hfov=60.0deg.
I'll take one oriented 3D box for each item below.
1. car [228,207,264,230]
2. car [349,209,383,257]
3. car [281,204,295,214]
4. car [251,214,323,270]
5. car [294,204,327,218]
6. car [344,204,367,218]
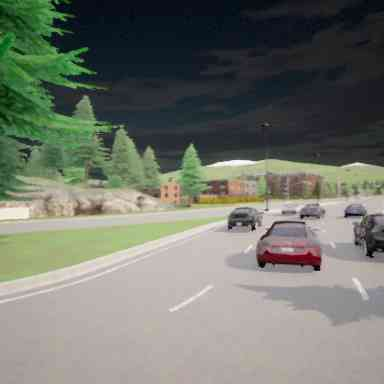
[{"bbox_3d":[3.878,1.825,23.562,1.837,1.490,4.892,-1,-1,21],"label":"car"},{"bbox_3d":[7.654,1.613,13.189,1.837,1.490,4.892,-1,-1,19],"label":"car"},{"bbox_3d":[12.221,2.065,40.122,1.895,1.301,4.718,-1,-1,30],"label":"car"},{"bbox_3d":[3.501,1.706,11.780,1.994,1.385,4.181,-1,-1,19],"label":"car"},{"bbox_3d":[11.903,1.899,32.625,2.033,1.411,5.357,-1,-1,29],"label":"car"},{"bbox_3d":[16.802,1.871,34.025,1.994,1.385,4.181,-1,-1,30],"label":"car"}]
